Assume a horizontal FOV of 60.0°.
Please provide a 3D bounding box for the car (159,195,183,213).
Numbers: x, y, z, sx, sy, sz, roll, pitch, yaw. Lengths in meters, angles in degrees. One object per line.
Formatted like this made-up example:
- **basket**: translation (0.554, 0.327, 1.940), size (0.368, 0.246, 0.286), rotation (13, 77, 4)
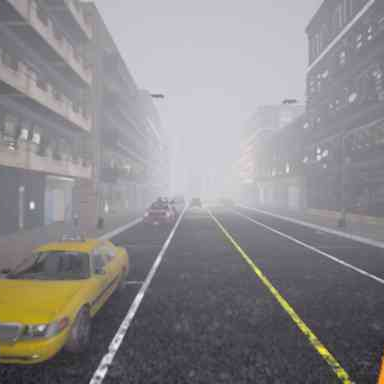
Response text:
- **car**: translation (-2.237, 1.351, 28.885), size (2.192, 1.841, 5.009), rotation (0, 0, 0)

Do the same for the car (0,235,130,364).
- **car**: translation (-2.317, 1.526, 6.168), size (1.752, 1.417, 4.829), rotation (0, 0, 0)

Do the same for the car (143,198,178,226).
- **car**: translation (-2.258, 1.468, 23.249), size (1.967, 1.590, 4.097), rotation (0, 0, 0)

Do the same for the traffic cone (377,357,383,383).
- **traffic cone**: translation (2.087, 1.971, 3.543), size (0.340, 0.580, 0.340), rotation (0, 0, 0)

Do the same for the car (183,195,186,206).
- **car**: translation (-2.140, 1.392, 57.067), size (2.192, 1.841, 5.009), rotation (0, 0, 0)

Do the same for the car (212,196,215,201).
- **car**: translation (6.354, 1.712, 90.850), size (2.008, 1.369, 4.403), rotation (0, 0, 0)

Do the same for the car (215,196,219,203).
- **car**: translation (6.276, 1.676, 68.306), size (1.887, 1.381, 4.507), rotation (0, 0, 0)

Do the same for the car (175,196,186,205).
- **car**: translation (-2.123, 1.525, 62.702), size (1.967, 1.590, 4.097), rotation (0, 0, 0)

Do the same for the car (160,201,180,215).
- **car**: translation (-2.220, 1.627, 34.521), size (1.802, 1.307, 4.206), rotation (0, 0, 0)

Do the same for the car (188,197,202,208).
- **car**: translation (0.517, 1.582, 48.350), size (1.837, 1.490, 4.892), rotation (0, 0, 0)

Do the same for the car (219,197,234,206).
- **car**: translation (6.239, 1.641, 57.204), size (1.752, 1.417, 4.829), rotation (0, 0, 0)
